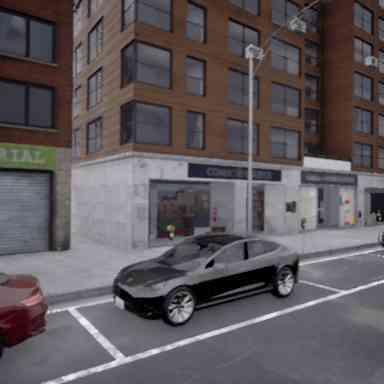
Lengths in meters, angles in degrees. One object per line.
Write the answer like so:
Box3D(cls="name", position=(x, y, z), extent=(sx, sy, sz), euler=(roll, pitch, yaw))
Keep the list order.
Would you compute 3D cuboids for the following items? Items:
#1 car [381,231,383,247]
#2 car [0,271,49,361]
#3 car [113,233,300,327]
Box3D(cls="car", position=(9.479, 1.567, 13.523), extent=(4.097, 1.590, 1.967), euler=(1, 0, -35))
Box3D(cls="car", position=(-3.975, 1.574, 3.926), extent=(4.206, 1.307, 1.802), euler=(1, 0, -35))
Box3D(cls="car", position=(0.509, 1.601, 7.125), extent=(4.313, 1.339, 1.947), euler=(1, 0, -35))
